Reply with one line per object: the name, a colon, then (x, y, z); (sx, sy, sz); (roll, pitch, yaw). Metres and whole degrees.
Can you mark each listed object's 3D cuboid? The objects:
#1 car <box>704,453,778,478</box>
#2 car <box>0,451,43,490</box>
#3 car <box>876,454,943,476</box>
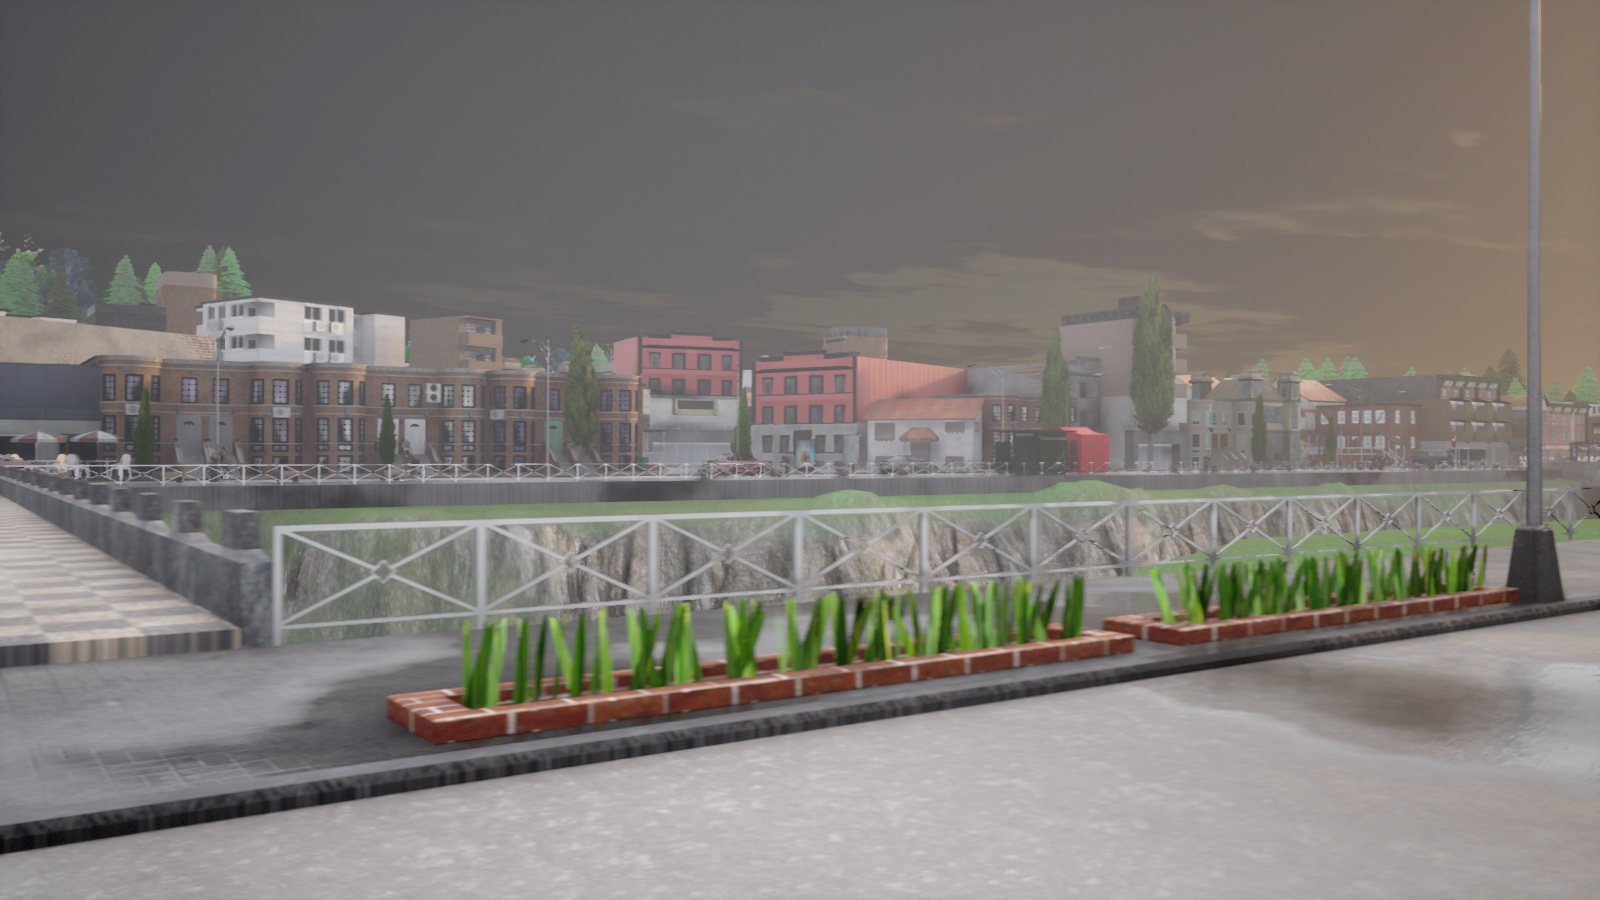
car: (-3.605, 0.955, 76.926); (4.193, 1.474, 1.816); (0, 0, -35)
car: (-35.764, 0.884, 54.528); (4.856, 1.649, 2.033); (0, 0, -35)
car: (7.376, 1.000, 84.573); (4.181, 1.385, 1.994); (0, 0, -35)
